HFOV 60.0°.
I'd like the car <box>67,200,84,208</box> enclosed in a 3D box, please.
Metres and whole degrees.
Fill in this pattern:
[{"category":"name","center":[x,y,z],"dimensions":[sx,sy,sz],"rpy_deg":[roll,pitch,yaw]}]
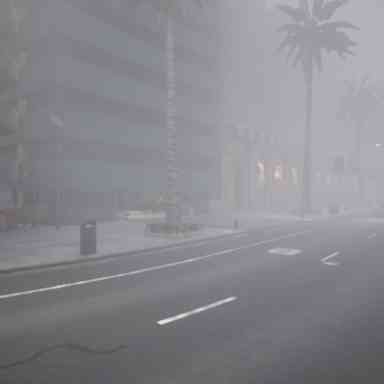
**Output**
[{"category":"car","center":[-18.477,1.828,49.099],"dimensions":[1.895,1.301,4.718],"rpy_deg":[0,0,39]}]

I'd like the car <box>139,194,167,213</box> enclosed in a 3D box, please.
[{"category":"car","center":[-3.562,1.285,38.129],"dimensions":[2.435,2.045,5.566],"rpy_deg":[0,0,39]}]

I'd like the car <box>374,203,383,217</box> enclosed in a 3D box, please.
[{"category":"car","center":[19.243,1.763,32.627],"dimensions":[1.895,1.301,4.718],"rpy_deg":[0,0,39]}]

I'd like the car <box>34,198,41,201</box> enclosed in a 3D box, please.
[{"category":"car","center":[-27.242,1.850,56.709],"dimensions":[2.161,1.482,4.786],"rpy_deg":[0,0,39]}]
